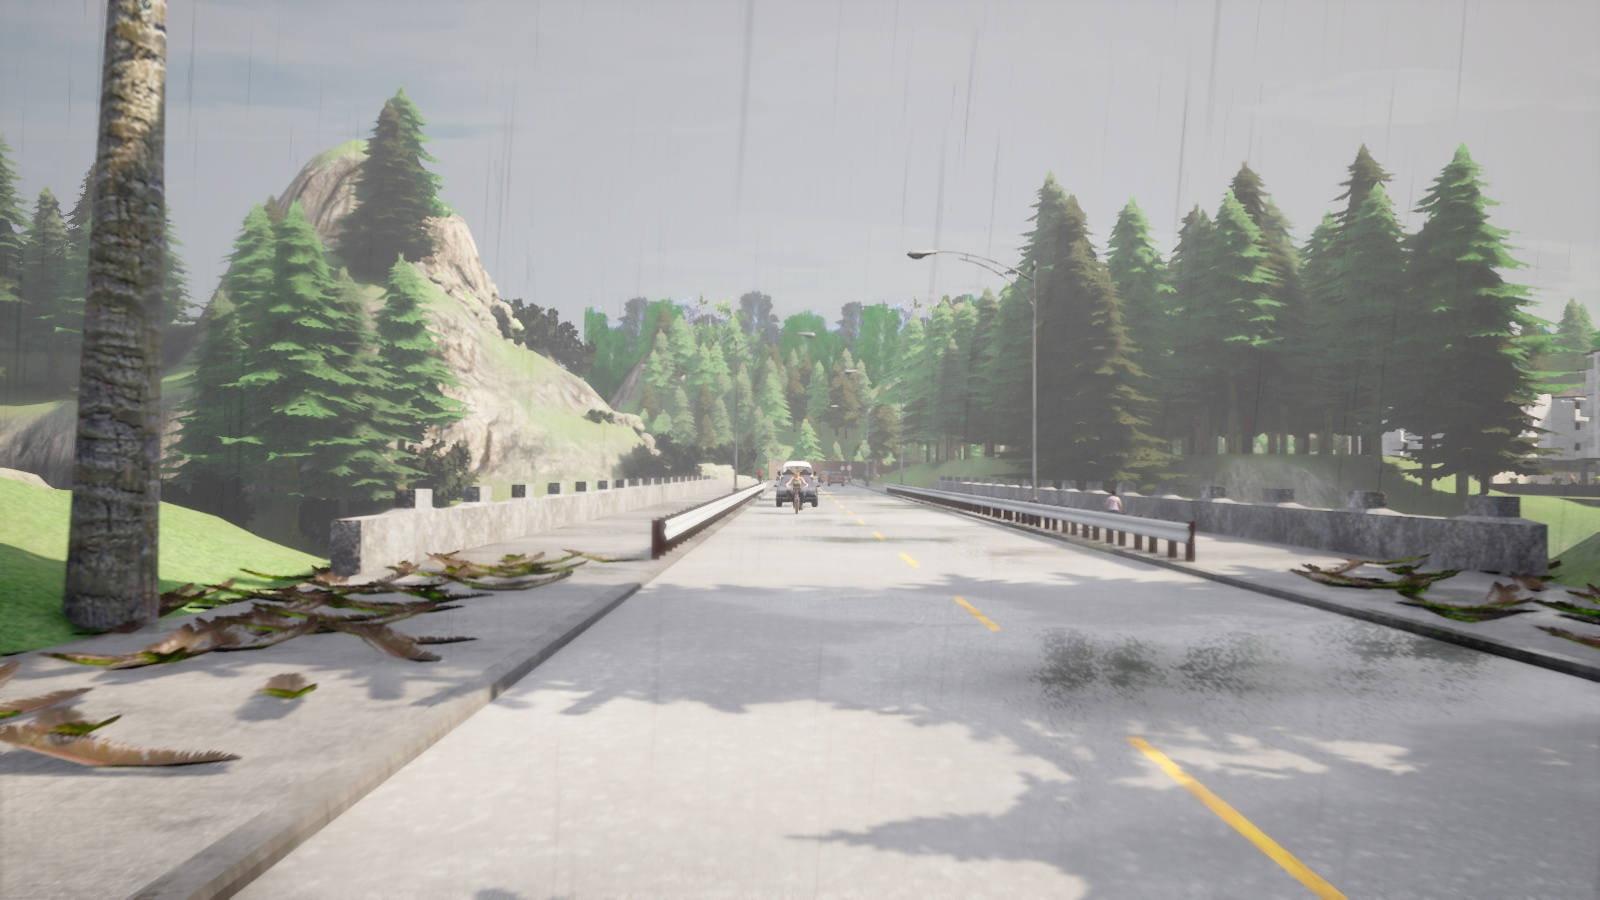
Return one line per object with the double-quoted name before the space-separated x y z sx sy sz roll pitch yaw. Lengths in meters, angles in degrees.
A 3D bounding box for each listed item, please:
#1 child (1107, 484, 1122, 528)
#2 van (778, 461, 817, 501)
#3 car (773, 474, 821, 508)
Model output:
"child" 7.907 1.402 31.618 0.255 1.110 0.394 0 -1 -3
"van" -0.150 1.677 68.677 2.069 2.038 4.480 0 1 0
"car" -0.120 1.794 55.615 2.033 1.411 5.357 0 -1 0
